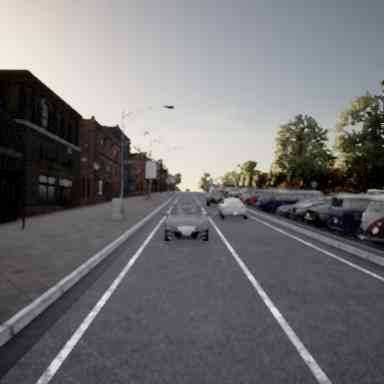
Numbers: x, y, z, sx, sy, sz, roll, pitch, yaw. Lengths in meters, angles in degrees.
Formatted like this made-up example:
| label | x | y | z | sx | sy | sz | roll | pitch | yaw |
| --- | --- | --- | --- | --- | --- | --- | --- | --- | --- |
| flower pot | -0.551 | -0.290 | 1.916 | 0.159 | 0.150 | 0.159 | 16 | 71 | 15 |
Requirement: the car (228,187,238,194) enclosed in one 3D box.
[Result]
| label | x | y | z | sx | sy | sz | roll | pitch | yaw |
| --- | --- | --- | --- | --- | --- | --- | --- | --- | --- |
| car | 8.193 | 0.483 | 46.282 | 5.566 | 2.045 | 2.435 | 0 | 1 | -1 |

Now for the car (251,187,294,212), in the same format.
| label | x | y | z | sx | sy | sz | roll | pitch | yaw |
| --- | --- | --- | --- | --- | --- | --- | --- | --- | --- |
| car | 8.462 | 0.835 | 29.467 | 5.566 | 2.045 | 2.435 | 0 | 1 | -1 |

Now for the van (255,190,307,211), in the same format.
| label | x | y | z | sx | sy | sz | roll | pitch | yaw |
| --- | --- | --- | --- | --- | --- | --- | --- | --- | --- |
| van | 8.562 | 0.803 | 32.273 | 4.442 | 1.987 | 1.878 | 0 | 1 | -1 |

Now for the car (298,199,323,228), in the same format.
| label | x | y | z | sx | sy | sz | roll | pitch | yaw |
| --- | --- | --- | --- | --- | --- | --- | --- | --- | --- |
| car | 8.697 | 1.327 | 18.258 | 4.792 | 1.488 | 2.163 | 0 | 1 | -1 |

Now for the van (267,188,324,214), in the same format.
| label | x | y | z | sx | sy | sz | roll | pitch | yaw |
| --- | --- | --- | --- | --- | --- | --- | --- | --- | --- |
| van | 8.651 | 0.920 | 26.671 | 4.442 | 1.987 | 1.878 | 0 | 1 | -1 |

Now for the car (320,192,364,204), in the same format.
| label | x | y | z | sx | sy | sz | roll | pitch | yaw |
| --- | --- | --- | --- | --- | --- | --- | --- | --- | --- |
| car | 21.106 | 0.810 | 46.893 | 5.366 | 1.575 | 1.946 | 0 | 1 | -1 |

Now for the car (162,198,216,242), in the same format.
| label | x | y | z | sx | sy | sz | roll | pitch | yaw |
| --- | --- | --- | --- | --- | --- | --- | --- | --- | --- |
| car | -0.244 | 1.262 | 15.013 | 2.128 | 1.511 | 4.902 | 0 | 1 | -1 |

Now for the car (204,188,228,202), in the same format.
| label | x | y | z | sx | sy | sz | roll | pitch | yaw |
| --- | --- | --- | --- | --- | --- | --- | --- | --- | --- |
| car | 2.699 | 0.712 | 39.219 | 2.097 | 1.767 | 4.553 | 0 | 1 | 0 |

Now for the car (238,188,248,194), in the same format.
| label | x | y | z | sx | sy | sz | roll | pitch | yaw |
| --- | --- | --- | --- | --- | --- | --- | --- | --- | --- |
| car | 8.342 | 0.727 | 40.681 | 4.553 | 1.767 | 2.185 | 0 | 1 | -1 |

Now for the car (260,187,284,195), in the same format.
| label | x | y | z | sx | sy | sz | roll | pitch | yaw |
| --- | --- | --- | --- | --- | --- | --- | --- | --- | --- |
| car | 20.643 | -0.243 | 85.895 | 5.566 | 2.045 | 2.435 | 0 | 1 | -1 |

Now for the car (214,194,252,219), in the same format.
| label | x | y | z | sx | sy | sz | roll | pitch | yaw |
| --- | --- | --- | --- | --- | --- | --- | --- | --- | --- |
| car | 2.914 | 1.157 | 24.691 | 1.812 | 1.442 | 4.674 | 0 | 1 | 0 |

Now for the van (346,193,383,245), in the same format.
| label | x | y | z | sx | sy | sz | roll | pitch | yaw |
| --- | --- | --- | --- | --- | --- | --- | --- | --- | --- |
| van | 8.642 | 1.154 | 12.648 | 4.442 | 1.987 | 1.878 | 0 | 1 | -1 |

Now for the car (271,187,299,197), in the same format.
| label | x | y | z | sx | sy | sz | roll | pitch | yaw |
| --- | --- | --- | --- | --- | --- | --- | --- | --- | --- |
| car | 20.818 | -0.023 | 74.881 | 5.566 | 2.045 | 2.435 | 0 | 1 | -1 |

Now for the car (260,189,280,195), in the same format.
| label | x | y | z | sx | sy | sz | roll | pitch | yaw |
| --- | --- | --- | --- | --- | --- | --- | --- | --- | --- |
| car | 20.653 | -0.013 | 88.683 | 4.792 | 1.488 | 2.163 | 0 | 1 | -1 |

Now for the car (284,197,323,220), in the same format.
| label | x | y | z | sx | sy | sz | roll | pitch | yaw |
| --- | --- | --- | --- | --- | --- | --- | --- | --- | --- |
| car | 8.620 | 1.289 | 21.065 | 4.674 | 1.452 | 2.002 | 0 | 1 | -1 |

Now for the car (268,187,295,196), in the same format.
| label | x | y | z | sx | sy | sz | roll | pitch | yaw |
| --- | --- | --- | --- | --- | --- | --- | --- | --- | --- |
| car | 20.775 | -0.079 | 77.542 | 5.566 | 2.045 | 2.435 | 0 | 1 | -1 |

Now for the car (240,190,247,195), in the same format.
| label | x | y | z | sx | sy | sz | roll | pitch | yaw |
| --- | --- | --- | --- | --- | --- | --- | --- | --- | --- |
| car | 8.348 | 0.912 | 37.881 | 4.892 | 1.521 | 2.231 | 0 | 1 | -1 |

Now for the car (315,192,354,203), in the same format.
| label | x | y | z | sx | sy | sz | roll | pitch | yaw |
| --- | --- | --- | --- | --- | --- | --- | --- | --- | --- |
| car | 21.253 | 0.757 | 49.672 | 4.892 | 1.521 | 2.231 | 0 | 1 | -1 |

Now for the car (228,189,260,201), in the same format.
| label | x | y | z | sx | sy | sz | roll | pitch | yaw |
| --- | --- | --- | --- | --- | --- | --- | --- | --- | --- |
| car | 8.101 | 0.492 | 51.889 | 4.553 | 1.767 | 2.185 | 0 | 1 | -1 |

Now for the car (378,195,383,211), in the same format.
| label | x | y | z | sx | sy | sz | roll | pitch | yaw |
| --- | --- | --- | --- | --- | --- | --- | --- | --- | --- |
| car | 21.699 | 1.102 | 33.025 | 5.366 | 1.575 | 1.946 | 0 | 1 | -1 |

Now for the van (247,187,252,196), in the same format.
| label | x | y | z | sx | sy | sz | roll | pitch | yaw |
| --- | --- | --- | --- | --- | --- | --- | --- | --- | --- |
| van | 8.517 | 0.744 | 35.076 | 4.442 | 1.987 | 1.878 | 0 | 1 | -1 |

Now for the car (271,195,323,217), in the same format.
| label | x | y | z | sx | sy | sz | roll | pitch | yaw |
| --- | --- | --- | --- | --- | --- | --- | --- | --- | --- |
| car | 8.584 | 1.198 | 23.866 | 4.892 | 1.521 | 2.231 | 0 | 1 | -1 |

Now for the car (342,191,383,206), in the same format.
| label | x | y | z | sx | sy | sz | roll | pitch | yaw |
| --- | --- | --- | --- | --- | --- | --- | --- | --- | --- |
| car | 21.412 | 0.805 | 41.346 | 4.553 | 1.767 | 2.185 | 0 | 1 | -1 |

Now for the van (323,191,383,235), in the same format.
| label | x | y | z | sx | sy | sz | roll | pitch | yaw |
| --- | --- | --- | --- | --- | --- | --- | --- | --- | --- |
| van | 8.831 | 1.114 | 15.453 | 4.442 | 1.987 | 1.878 | 0 | 1 | -1 |

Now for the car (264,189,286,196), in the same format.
| label | x | y | z | sx | sy | sz | roll | pitch | yaw |
| --- | --- | --- | --- | --- | --- | --- | --- | --- | --- |
| car | 20.708 | 0.062 | 83.114 | 5.008 | 1.535 | 2.097 | 0 | 1 | -1 |

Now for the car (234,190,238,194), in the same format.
| label | x | y | z | sx | sy | sz | roll | pitch | yaw |
| --- | --- | --- | --- | --- | --- | --- | --- | --- | --- |
| car | 8.262 | 0.834 | 43.486 | 4.674 | 1.452 | 2.002 | 0 | 1 | -1 |
